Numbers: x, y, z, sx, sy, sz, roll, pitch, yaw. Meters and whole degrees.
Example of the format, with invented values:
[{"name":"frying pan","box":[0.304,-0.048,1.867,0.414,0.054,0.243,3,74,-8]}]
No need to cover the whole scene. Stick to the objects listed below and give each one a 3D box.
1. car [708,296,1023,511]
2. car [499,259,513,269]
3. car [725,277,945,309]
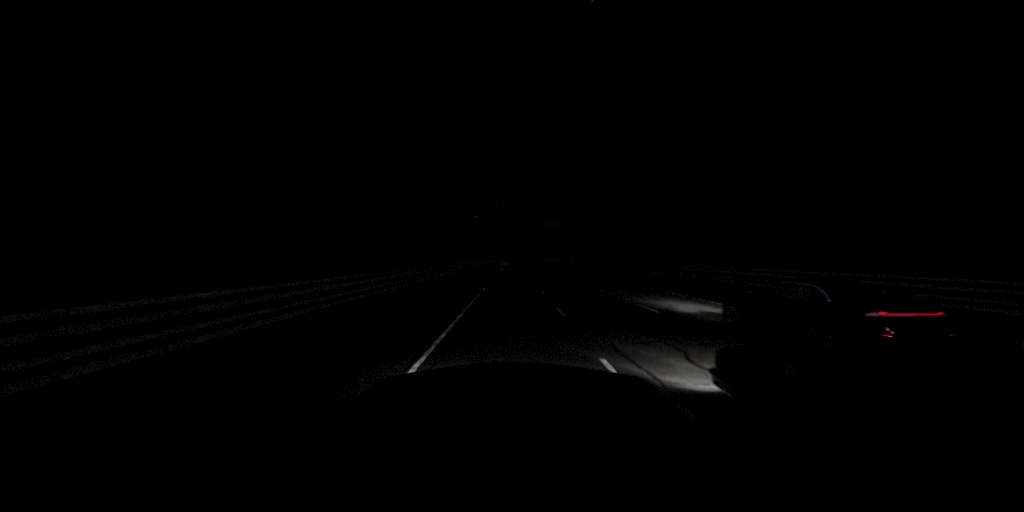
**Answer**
[{"name":"car","box":[3.601,1.299,2.423,2.033,1.411,5.357,0,0,0]},{"name":"car","box":[-1.215,1.424,60.925,1.812,1.442,4.674,0,0,0]},{"name":"car","box":[7.102,1.255,8.610,2.128,1.511,4.902,0,0,0]}]
